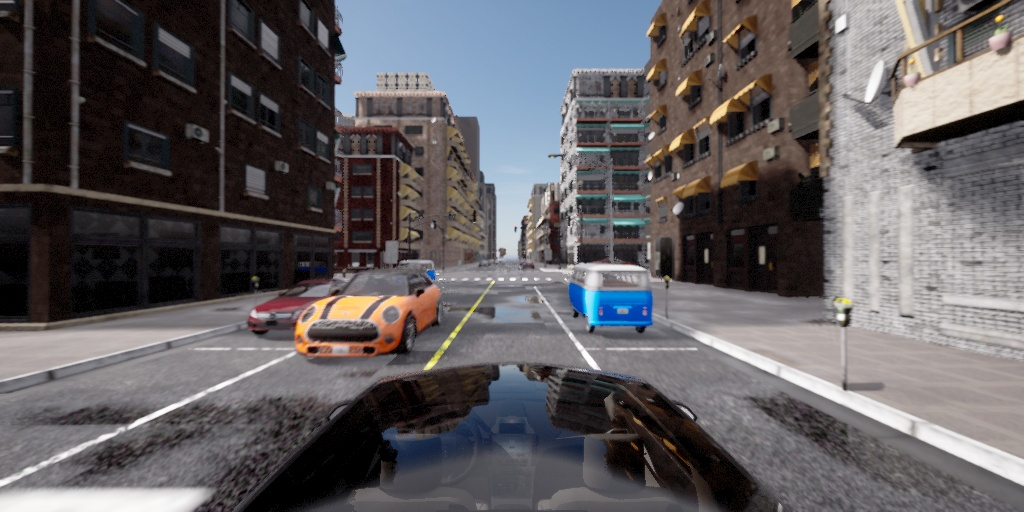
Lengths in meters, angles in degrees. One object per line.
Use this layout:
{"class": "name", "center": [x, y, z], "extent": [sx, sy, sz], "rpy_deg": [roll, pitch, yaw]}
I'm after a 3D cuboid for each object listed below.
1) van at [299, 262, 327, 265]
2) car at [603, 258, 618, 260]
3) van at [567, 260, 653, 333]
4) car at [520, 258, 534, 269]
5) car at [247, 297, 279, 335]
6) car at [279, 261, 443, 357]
{"class": "van", "center": [-25.355, 1.622, 45.100], "extent": [3.998, 1.789, 1.690], "rpy_deg": [0, 0, 0]}
{"class": "car", "center": [11.157, 1.015, 39.449], "extent": [5.008, 1.535, 1.882], "rpy_deg": [-1, 0, 0]}
{"class": "van", "center": [2.693, 1.116, 10.570], "extent": [1.690, 1.789, 3.998], "rpy_deg": [0, 0, 0]}
{"class": "car", "center": [2.708, 1.363, 59.738], "extent": [1.967, 1.591, 4.097], "rpy_deg": [0, 0, 0]}
{"class": "car", "center": [-5.688, 1.357, 10.576], "extent": [1.802, 1.307, 4.207], "rpy_deg": [0, 0, 0]}
{"class": "car", "center": [-3.094, 1.122, 8.728], "extent": [2.097, 1.767, 4.553], "rpy_deg": [0, 0, 0]}
